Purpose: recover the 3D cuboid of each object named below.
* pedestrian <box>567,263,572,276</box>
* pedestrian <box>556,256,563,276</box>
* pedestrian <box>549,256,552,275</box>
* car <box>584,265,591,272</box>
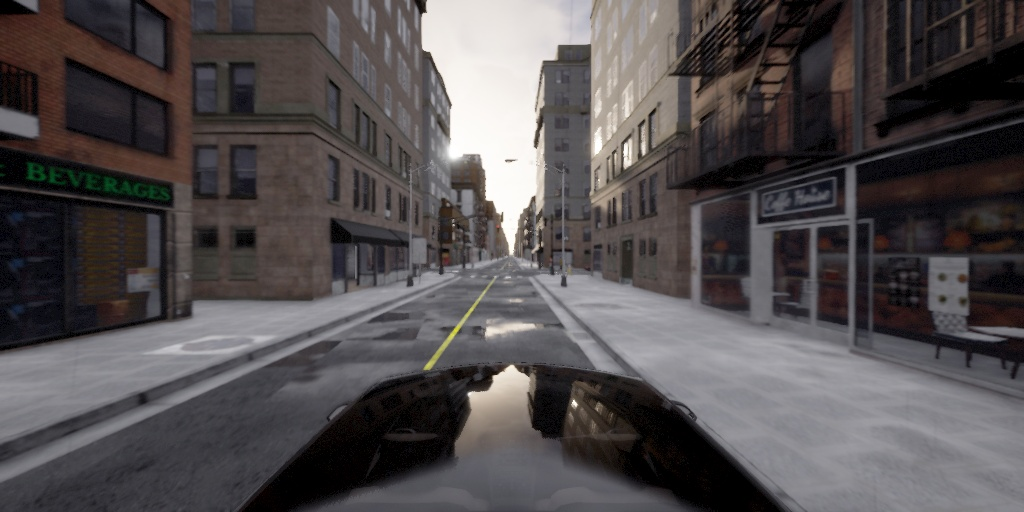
[{"bbox_3d":[5.404,1.191,33.190,0.375,1.300,0.375,0,0,0],"label":"pedestrian"},{"bbox_3d":[4.459,0.888,32.588,0.375,1.860,0.375,0,0,0],"label":"pedestrian"},{"bbox_3d":[3.609,0.882,33.787,0.375,1.860,0.375,0,0,0],"label":"pedestrian"},{"bbox_3d":[11.616,1.415,47.388,4.207,1.307,1.802,0,0,0],"label":"car"}]
